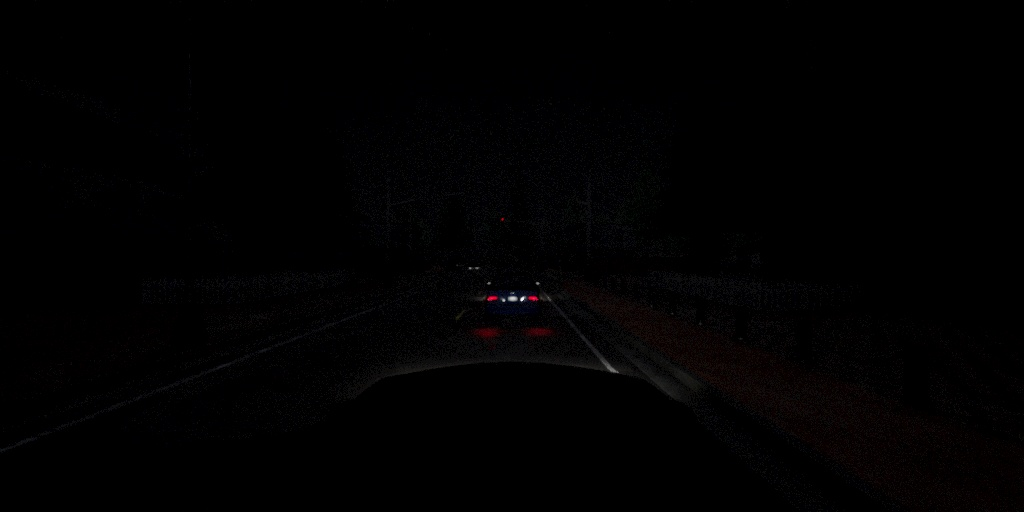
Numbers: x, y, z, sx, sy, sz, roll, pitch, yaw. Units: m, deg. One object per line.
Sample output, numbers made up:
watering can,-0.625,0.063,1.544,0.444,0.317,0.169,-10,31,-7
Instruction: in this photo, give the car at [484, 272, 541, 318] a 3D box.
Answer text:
car,0.043,1.300,13.029,2.033,1.411,5.357,0,0,0

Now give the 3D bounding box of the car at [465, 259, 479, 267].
car,-7.199,1.275,63.931,2.033,1.411,5.357,0,0,-16
